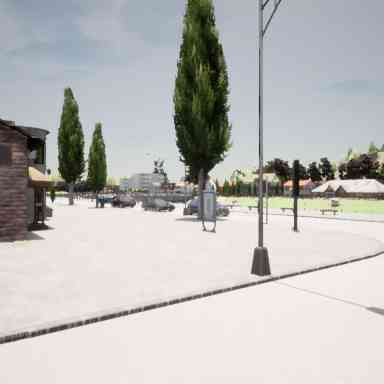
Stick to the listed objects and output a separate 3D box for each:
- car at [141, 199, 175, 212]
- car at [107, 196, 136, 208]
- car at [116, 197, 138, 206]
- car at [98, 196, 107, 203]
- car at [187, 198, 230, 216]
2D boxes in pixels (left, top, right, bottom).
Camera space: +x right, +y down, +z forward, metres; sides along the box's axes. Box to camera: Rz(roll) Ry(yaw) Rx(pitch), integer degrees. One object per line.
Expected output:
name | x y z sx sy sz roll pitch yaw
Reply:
car | -4.069 1.547 39.023 2.033 1.411 5.357 0 0 -36
car | -9.863 1.478 47.138 1.882 1.535 5.008 0 0 -36
car | -10.939 1.526 55.782 1.812 1.442 4.674 0 0 -36
car | -16.894 1.478 64.074 1.882 1.535 5.008 0 0 -36
car | 1.482 1.352 31.287 2.097 1.767 4.553 0 0 -36
